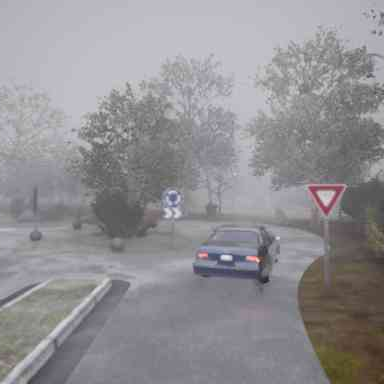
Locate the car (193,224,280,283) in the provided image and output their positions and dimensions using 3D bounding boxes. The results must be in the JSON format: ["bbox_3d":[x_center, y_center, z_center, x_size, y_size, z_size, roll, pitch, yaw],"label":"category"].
[{"bbox_3d":[1.601,1.687,10.211,2.033,1.411,5.357,0,-2,18],"label":"car"}]
